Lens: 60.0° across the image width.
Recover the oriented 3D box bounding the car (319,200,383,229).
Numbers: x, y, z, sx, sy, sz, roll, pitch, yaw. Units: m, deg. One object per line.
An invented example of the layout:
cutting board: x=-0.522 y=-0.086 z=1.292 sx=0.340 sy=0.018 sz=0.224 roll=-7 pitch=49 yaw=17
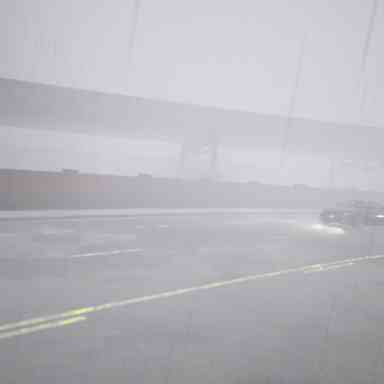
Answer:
car: x=8.856 y=1.120 z=17.771 sx=4.181 sy=1.385 sz=1.994 roll=2 pitch=3 yaw=-28
